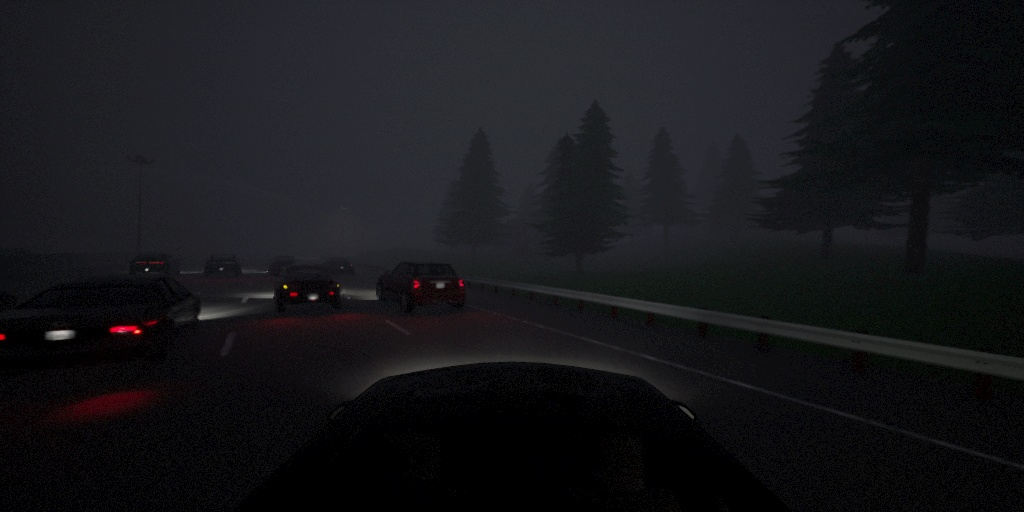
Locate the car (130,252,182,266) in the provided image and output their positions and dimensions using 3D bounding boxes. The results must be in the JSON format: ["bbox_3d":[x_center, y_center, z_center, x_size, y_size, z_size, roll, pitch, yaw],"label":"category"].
[{"bbox_3d":[-23.042,0.507,23.288,1.837,1.490,4.892,1,0,-35],"label":"car"}]

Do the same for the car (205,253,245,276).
[{"bbox_3d":[-19.818,0.574,24.778,2.128,1.511,4.902,1,0,-35],"label":"car"}]

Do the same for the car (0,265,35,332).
[{"bbox_3d":[-11.220,0.967,6.141,2.033,1.411,5.357,1,0,-35],"label":"car"}]

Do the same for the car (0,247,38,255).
[{"bbox_3d":[-38.868,0.036,27.561,1.882,1.535,5.008,1,0,-35],"label":"car"}]

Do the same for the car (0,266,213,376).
[{"bbox_3d":[-7.507,1.064,6.909,2.033,1.411,5.357,1,0,-34],"label":"car"}]

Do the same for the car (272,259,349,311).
[{"bbox_3d":[-7.344,1.014,12.811,1.812,1.442,4.674,1,0,-35],"label":"car"}]

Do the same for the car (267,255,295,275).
[{"bbox_3d":[-17.302,0.663,27.268,1.812,1.442,4.674,1,0,-35],"label":"car"}]

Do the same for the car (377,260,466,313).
[{"bbox_3d":[-3.524,0.941,13.455,2.097,1.767,4.553,1,0,-34],"label":"car"}]

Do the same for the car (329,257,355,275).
[{"bbox_3d":[-13.849,0.788,28.447,1.994,1.385,4.181,1,0,-35],"label":"car"}]
